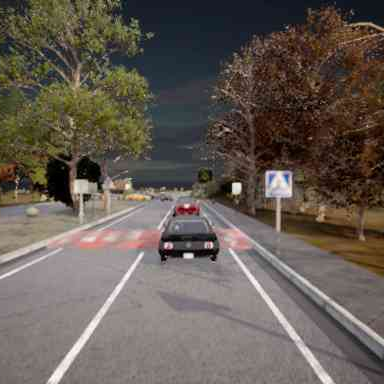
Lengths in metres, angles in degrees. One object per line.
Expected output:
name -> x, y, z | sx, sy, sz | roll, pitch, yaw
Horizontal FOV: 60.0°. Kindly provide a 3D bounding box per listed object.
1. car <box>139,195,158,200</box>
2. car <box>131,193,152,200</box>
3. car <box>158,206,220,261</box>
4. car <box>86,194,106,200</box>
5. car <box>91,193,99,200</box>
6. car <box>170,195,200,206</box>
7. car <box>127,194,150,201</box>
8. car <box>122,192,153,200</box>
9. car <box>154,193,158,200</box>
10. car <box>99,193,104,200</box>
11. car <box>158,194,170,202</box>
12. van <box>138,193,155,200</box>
car -> -12.129, 1.546, 92.648 | 5.008, 1.535, 2.097 | 0, -1, -1
car -> -11.880, 1.097, 78.781 | 4.553, 1.767, 2.185 | 0, -1, -1
car -> -0.121, 1.505, 12.120 | 1.895, 1.301, 4.718 | 0, 3, -1
car -> -25.063, 1.307, 87.040 | 4.553, 1.767, 2.185 | 0, -1, -1
car -> -24.903, 0.929, 75.970 | 5.566, 2.045, 2.435 | 0, -1, -1
car -> -0.429, 1.116, 27.612 | 2.097, 1.767, 4.553 | 0, 1, -1
car -> -11.744, 1.116, 73.232 | 4.892, 1.521, 2.231 | 0, -1, -1
car -> -11.498, 1.070, 70.467 | 5.366, 1.575, 1.946 | 0, -1, -1
car -> -11.876, 1.034, 81.555 | 5.566, 2.045, 2.435 | 0, -1, -1
car -> -24.979, 1.303, 81.499 | 4.892, 1.521, 2.231 | 0, -1, -1
car -> -4.399, 1.078, 58.085 | 1.994, 1.385, 4.181 | 0, 0, -1
van -> -12.186, 1.255, 89.876 | 4.442, 1.987, 1.878 | 0, -1, -1
